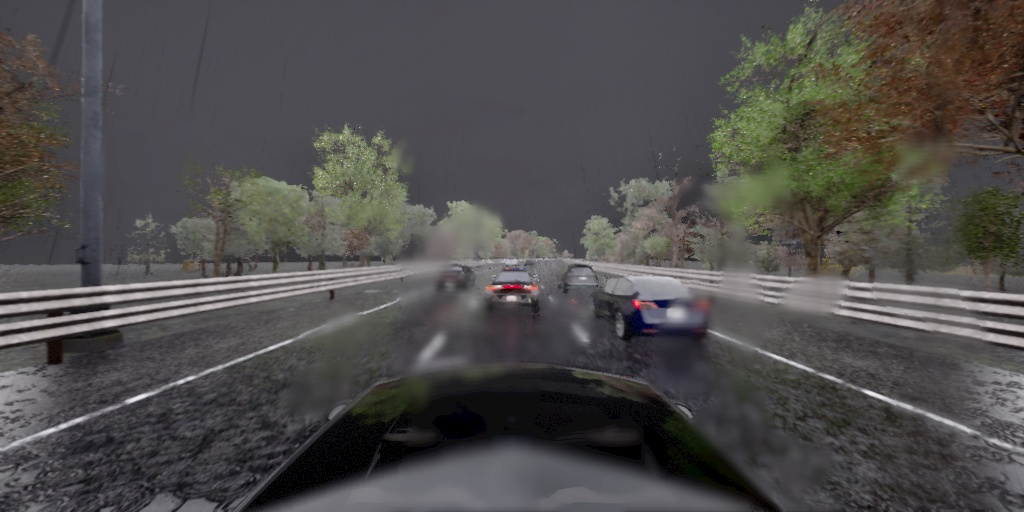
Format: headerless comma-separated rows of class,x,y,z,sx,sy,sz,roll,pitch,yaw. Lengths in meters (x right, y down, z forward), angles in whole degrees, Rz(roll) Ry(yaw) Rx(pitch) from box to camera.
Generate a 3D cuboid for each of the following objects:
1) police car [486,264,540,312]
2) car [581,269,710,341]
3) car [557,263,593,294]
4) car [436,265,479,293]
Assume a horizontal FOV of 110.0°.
police car,0.088,1.276,14.547,2.038,1.542,4.974,0,0,1
car,3.542,1.273,9.995,2.163,1.488,4.792,0,0,1
car,3.740,1.223,20.840,2.033,1.649,4.856,0,0,1
car,-3.173,1.287,21.230,1.837,1.490,4.892,0,0,2
